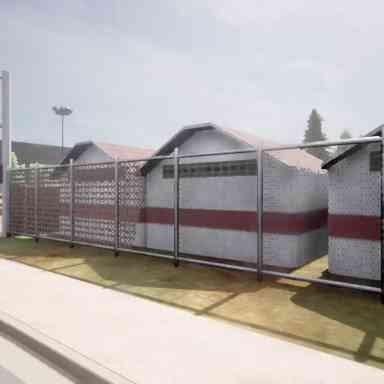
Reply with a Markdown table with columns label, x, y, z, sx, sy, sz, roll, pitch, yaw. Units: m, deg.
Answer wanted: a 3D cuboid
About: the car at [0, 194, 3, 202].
| label | x | y | z | sx | sy | sz | roll | pitch | yaw |
| --- | --- | --- | --- | --- | --- | --- | --- | --- | --- |
| car | -22.535 | 1.222 | 39.964 | 2.150 | 2.045 | 5.566 | 0 | 0 | 37 |
